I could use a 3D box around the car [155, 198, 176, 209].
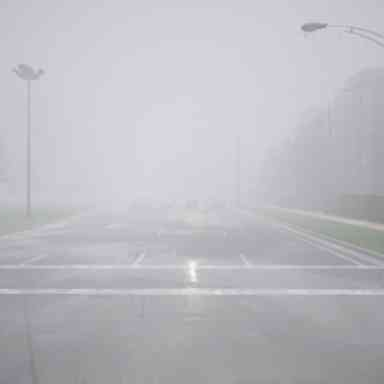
[{"bbox_3d":[-3.510,1.534,45.279,1.812,1.442,4.674,0,0,0],"label":"car"}]

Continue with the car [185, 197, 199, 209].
[{"bbox_3d":[-0.010,1.500,44.863,2.128,1.511,4.902,0,0,0],"label":"car"}]

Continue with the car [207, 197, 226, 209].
[{"bbox_3d":[3.490,1.572,45.280,1.994,1.385,4.181,0,0,0],"label":"car"}]

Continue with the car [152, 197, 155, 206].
[{"bbox_3d":[-7.013,1.558,55.279,2.033,1.411,5.357,0,0,0],"label":"car"}]

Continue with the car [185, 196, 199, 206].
[{"bbox_3d":[-0.013,1.502,55.280,2.128,1.511,4.902,0,0,0],"label":"car"}]

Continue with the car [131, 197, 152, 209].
[{"bbox_3d":[-7.010,1.610,45.308,1.895,1.301,4.718,0,0,0],"label":"car"}]

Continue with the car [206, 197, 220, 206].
[{"bbox_3d":[3.487,1.558,55.281,2.033,1.411,5.357,0,0,0],"label":"car"}]
